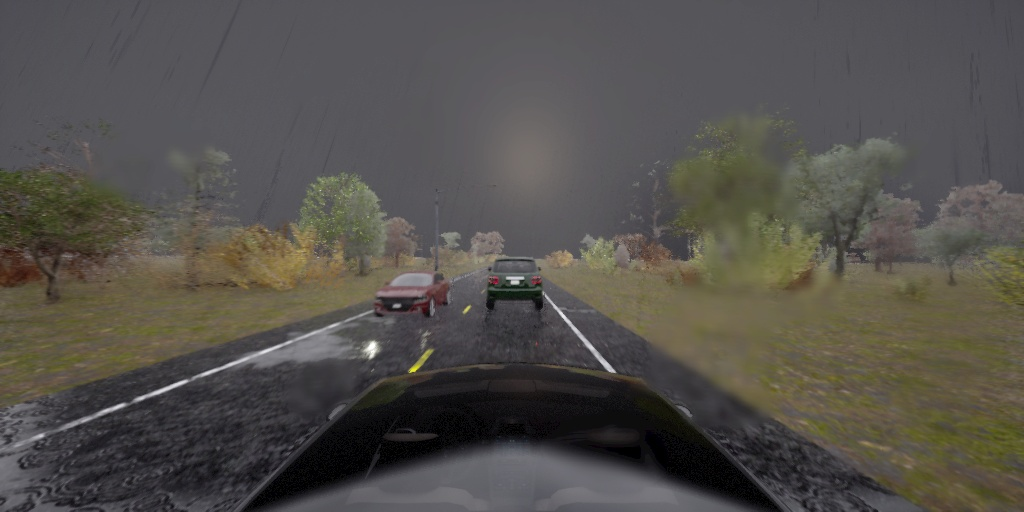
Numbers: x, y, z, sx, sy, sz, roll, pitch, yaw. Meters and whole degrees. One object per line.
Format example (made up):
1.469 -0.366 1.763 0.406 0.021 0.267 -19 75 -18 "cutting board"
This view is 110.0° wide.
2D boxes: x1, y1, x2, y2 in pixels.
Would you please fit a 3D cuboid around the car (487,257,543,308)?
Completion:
0.117 1.055 15.736 2.150 2.045 5.566 0 0 0 "car"

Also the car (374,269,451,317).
-3.582 1.297 13.667 1.882 1.535 5.008 0 0 0 "car"
